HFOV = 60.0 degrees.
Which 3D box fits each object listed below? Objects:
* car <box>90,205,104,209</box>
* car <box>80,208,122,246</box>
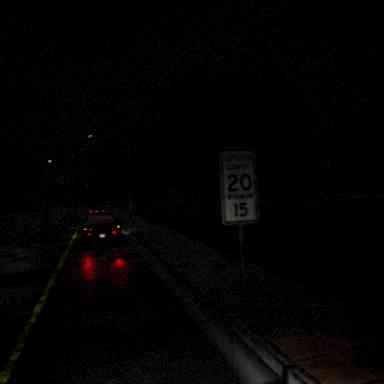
[{"bbox_3d":[-11.085,2.232,38.814,2.033,1.411,5.357,-2,0,-16],"label":"car"},{"bbox_3d":[-4.605,1.771,16.843,1.812,1.442,4.674,-2,0,-16],"label":"car"}]
